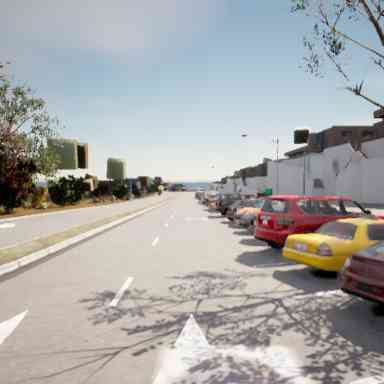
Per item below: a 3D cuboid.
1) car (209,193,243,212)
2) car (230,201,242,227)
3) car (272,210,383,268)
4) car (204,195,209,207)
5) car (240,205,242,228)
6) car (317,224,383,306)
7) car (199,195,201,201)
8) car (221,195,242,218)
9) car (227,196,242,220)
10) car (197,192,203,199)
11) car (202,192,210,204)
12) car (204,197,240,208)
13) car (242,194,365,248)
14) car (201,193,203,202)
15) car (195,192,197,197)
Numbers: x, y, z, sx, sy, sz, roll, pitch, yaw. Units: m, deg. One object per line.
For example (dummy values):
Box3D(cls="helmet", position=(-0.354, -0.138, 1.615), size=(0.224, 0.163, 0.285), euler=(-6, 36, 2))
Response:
Box3D(cls="car", position=(4.848, 1.218, 30.384), size=(5.566, 2.045, 2.435), euler=(1, -1, -21))
Box3D(cls="car", position=(4.945, 1.440, 18.361), size=(4.892, 1.521, 2.231), euler=(1, 0, -21))
Box3D(cls="car", position=(5.195, 1.433, 9.425), size=(5.366, 1.575, 1.946), euler=(1, 0, -21))
Box3D(cls="car", position=(4.559, 1.512, 39.298), size=(5.366, 1.575, 1.946), euler=(1, 0, -21))
Box3D(cls="car", position=(4.992, 1.465, 15.377), size=(4.792, 1.488, 2.163), euler=(1, 0, -21))
Box3D(cls="car", position=(5.038, 1.473, 6.357), size=(4.674, 1.452, 2.002), euler=(1, 0, -20))
Box3D(cls="car", position=(4.523, 1.710, 63.395), size=(4.792, 1.488, 2.163), euler=(1, 0, -21))
Box3D(cls="car", position=(4.850, 1.323, 24.357), size=(4.553, 1.767, 2.185), euler=(1, 0, -21))
Box3D(cls="car", position=(4.942, 1.318, 21.372), size=(4.553, 1.767, 2.185), euler=(1, 0, -21))
Box3D(cls="car", position=(4.497, 1.436, 66.395), size=(5.566, 2.045, 2.435), euler=(1, 0, -21))
Box3D(cls="car", position=(4.683, 1.289, 42.353), size=(5.566, 2.045, 2.435), euler=(1, 0, -21))
Box3D(cls="car", position=(4.608, 1.612, 51.371), size=(5.008, 1.535, 2.097), euler=(1, -1, -21))
Box3D(cls="car", position=(5.024, 1.184, 12.374), size=(5.566, 2.045, 2.435), euler=(1, 0, -21))
Box3D(cls="car", position=(4.588, 1.529, 57.382), size=(4.553, 1.767, 2.185), euler=(1, 0, -21))
Box3D(cls="car", position=(4.358, 1.426, 75.374), size=(5.566, 2.045, 2.435), euler=(1, 1, -21))
